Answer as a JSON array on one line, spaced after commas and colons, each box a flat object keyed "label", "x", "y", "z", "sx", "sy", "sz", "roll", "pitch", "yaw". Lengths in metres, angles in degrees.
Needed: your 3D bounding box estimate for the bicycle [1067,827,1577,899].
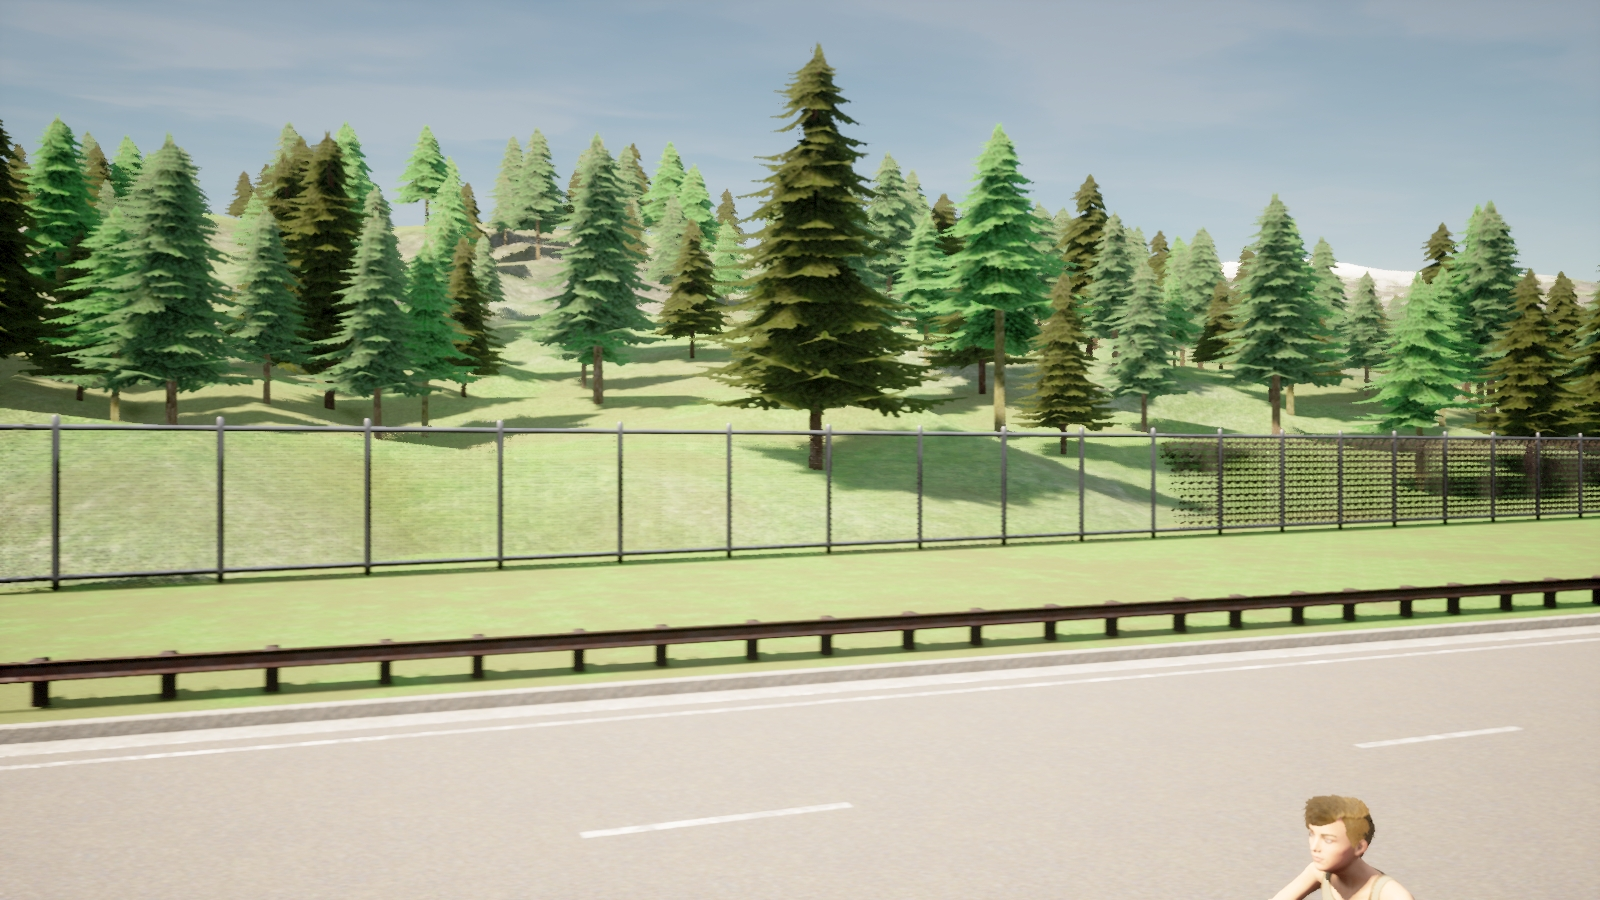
[{"label": "bicycle", "x": 1.802, "y": 2.158, "z": 3.945, "sx": 1.487, "sy": 1.277, "sz": 0.859, "roll": 0, "pitch": 0, "yaw": -20}]
